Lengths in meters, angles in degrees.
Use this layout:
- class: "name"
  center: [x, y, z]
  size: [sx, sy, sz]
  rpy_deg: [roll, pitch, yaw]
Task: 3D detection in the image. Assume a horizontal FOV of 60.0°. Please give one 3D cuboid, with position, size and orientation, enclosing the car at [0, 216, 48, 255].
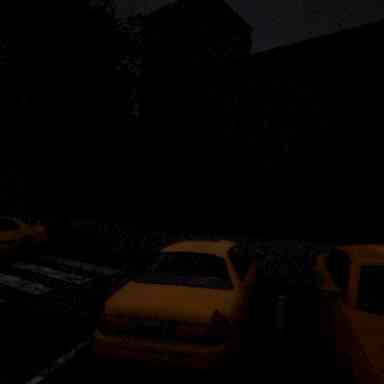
- class: "car"
  center: [-7.166, 1.482, 11.005]
  size: [1.946, 1.575, 5.366]
  rpy_deg: [1, -1, 16]

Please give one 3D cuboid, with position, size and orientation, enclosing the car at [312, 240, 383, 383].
- class: "car"
  center: [2.676, 1.487, 4.216]
  size: [2.097, 1.535, 5.008]
  rpy_deg: [0, -1, 15]

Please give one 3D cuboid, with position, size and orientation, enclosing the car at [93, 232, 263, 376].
- class: "car"
  center: [0.267, 1.508, 6.124]
  size: [1.946, 1.575, 5.366]
  rpy_deg: [0, -1, 16]
